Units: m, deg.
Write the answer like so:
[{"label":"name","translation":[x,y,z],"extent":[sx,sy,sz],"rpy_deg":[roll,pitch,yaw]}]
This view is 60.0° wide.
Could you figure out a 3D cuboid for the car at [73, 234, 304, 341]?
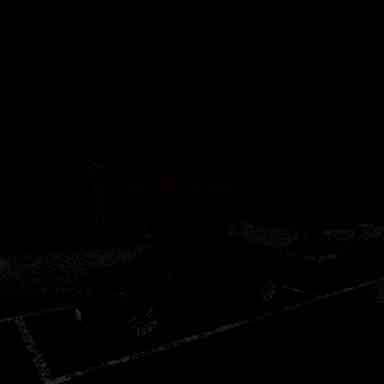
[{"label":"car","translation":[-0.027,1.566,6.516],"extent":[4.313,1.339,1.947],"rpy_deg":[0,0,-35]}]

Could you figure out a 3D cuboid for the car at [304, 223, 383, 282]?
[{"label":"car","translation":[4.454,1.582,9.708],"extent":[4.206,1.307,1.802],"rpy_deg":[0,0,-35]}]
